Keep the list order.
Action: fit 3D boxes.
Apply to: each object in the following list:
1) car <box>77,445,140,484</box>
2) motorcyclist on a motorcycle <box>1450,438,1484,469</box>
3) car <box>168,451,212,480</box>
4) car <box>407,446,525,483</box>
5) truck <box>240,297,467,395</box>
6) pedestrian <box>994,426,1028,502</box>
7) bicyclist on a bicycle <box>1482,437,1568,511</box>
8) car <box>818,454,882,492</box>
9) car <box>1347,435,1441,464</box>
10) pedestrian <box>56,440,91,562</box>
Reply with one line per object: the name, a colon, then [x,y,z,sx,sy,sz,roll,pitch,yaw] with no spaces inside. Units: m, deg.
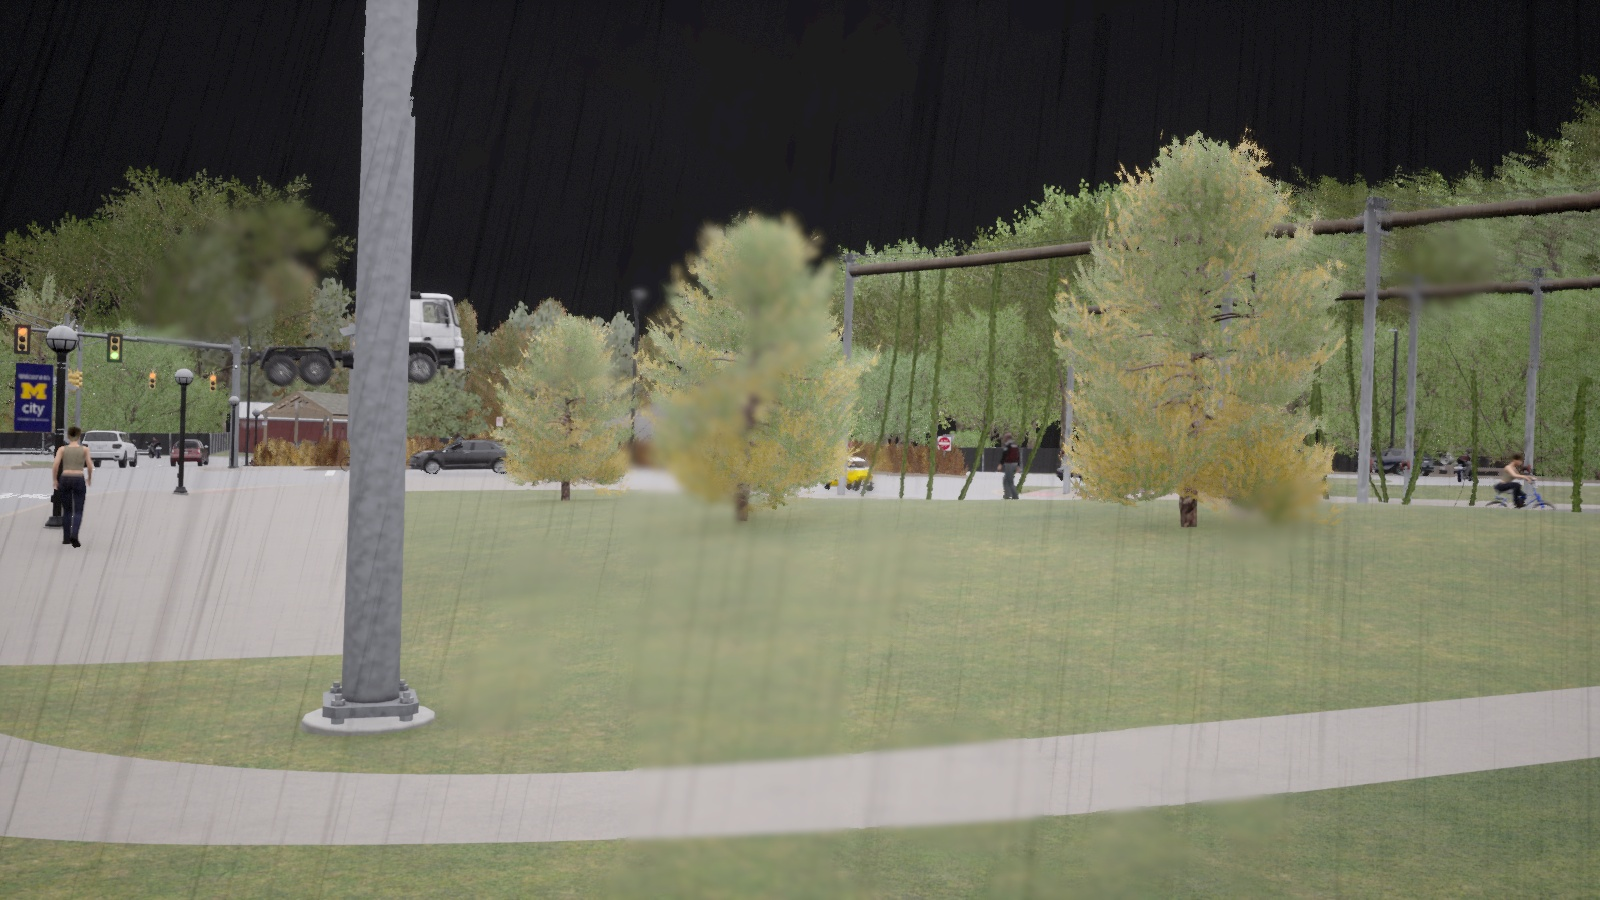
car: [-38.541,0.798,70.136,2.150,2.045,5.566,-1,0,-19]
motorcyclist on a motorcycle: [33.545,0.171,63.147,2.191,1.530,0.866,-2,1,-45]
car: [-36.865,0.900,75.985,1.851,1.617,3.988,-1,1,-19]
car: [-14.587,0.626,54.994,4.892,1.490,1.837,-1,1,-16]
truck: [-17.326,-4.058,48.915,7.936,3.462,2.891,-4,4,-22]
pedestrian: [5.241,0.343,31.230,0.376,1.854,0.720,0,1,-45]
bicyclist on a bicycle: [16.269,0.539,28.193,1.509,1.612,0.866,-1,-1,43]
car: [1.972,0.896,49.936,1.481,1.376,2.207,0,2,-37]
car: [34.834,-0.039,73.782,2.033,1.649,4.856,-1,0,-23]
pedestrian: [-11.099,0.764,19.190,0.345,1.836,0.594,1,0,-20]
